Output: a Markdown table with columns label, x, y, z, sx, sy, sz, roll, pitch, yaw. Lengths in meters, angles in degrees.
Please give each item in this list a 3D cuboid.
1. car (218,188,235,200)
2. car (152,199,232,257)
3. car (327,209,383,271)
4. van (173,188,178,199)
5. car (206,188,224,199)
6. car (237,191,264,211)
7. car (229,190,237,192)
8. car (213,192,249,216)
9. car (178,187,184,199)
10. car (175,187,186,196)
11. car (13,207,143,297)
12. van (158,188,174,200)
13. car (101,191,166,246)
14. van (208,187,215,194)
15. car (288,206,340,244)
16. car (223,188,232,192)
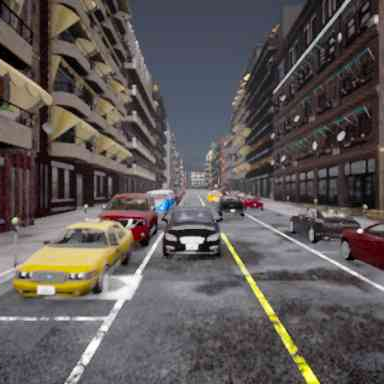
| label | x | y | z | sx | sy | sz | roll | pitch | yaw |
| --- | --- | --- | --- | --- | --- | --- | --- | --- | --- |
| car | 5.337 | 0.265 | 52.559 | 2.192 | 1.841 | 5.009 | 1 | 1 | 0 |
| car | 0.007 | 1.237 | 11.899 | 2.128 | 1.511 | 4.902 | 0 | 1 | 0 |
| car | 5.338 | 1.370 | 8.325 | 1.887 | 1.381 | 4.507 | 1 | 1 | 0 |
| van | -2.523 | 0.710 | 30.507 | 1.690 | 1.788 | 3.998 | 1 | 1 | 0 |
| car | 2.839 | 0.621 | 42.295 | 1.882 | 1.535 | 5.008 | 0 | 1 | 0 |
| car | 5.352 | 0.919 | 30.444 | 1.887 | 1.381 | 4.507 | 1 | 1 | 0 |
| car | 5.356 | 0.811 | 35.973 | 1.887 | 1.381 | 4.507 | 1 | 1 | 0 |
| car | 2.811 | 0.982 | 25.197 | 1.837 | 1.490 | 4.892 | 0 | 1 | 1 |
| car | -2.515 | 0.470 | 41.565 | 2.192 | 1.841 | 5.009 | 1 | 1 | 0 |
| car | -2.496 | -0.138 | 74.742 | 2.192 | 1.841 | 5.009 | 1 | 1 | 0 |
| car | -2.541 | 1.349 | 8.223 | 1.752 | 1.417 | 4.829 | 2 | 1 | 0 |
| van | -2.526 | 0.819 | 24.976 | 1.690 | 1.788 | 3.998 | 2 | 1 | 0 |
| car | -2.532 | 1.020 | 13.919 | 2.192 | 1.841 | 5.009 | 2 | 1 | 0 |
| van | 5.359 | -0.384 | 91.274 | 1.690 | 1.788 | 3.998 | 1 | 1 | 0 |
| car | 5.341 | 1.260 | 13.856 | 2.008 | 1.369 | 4.403 | 1 | 1 | 0 |
| car | 5.369 | 0.600 | 41.502 | 1.967 | 1.590 | 4.097 | 1 | 1 | 0 |
